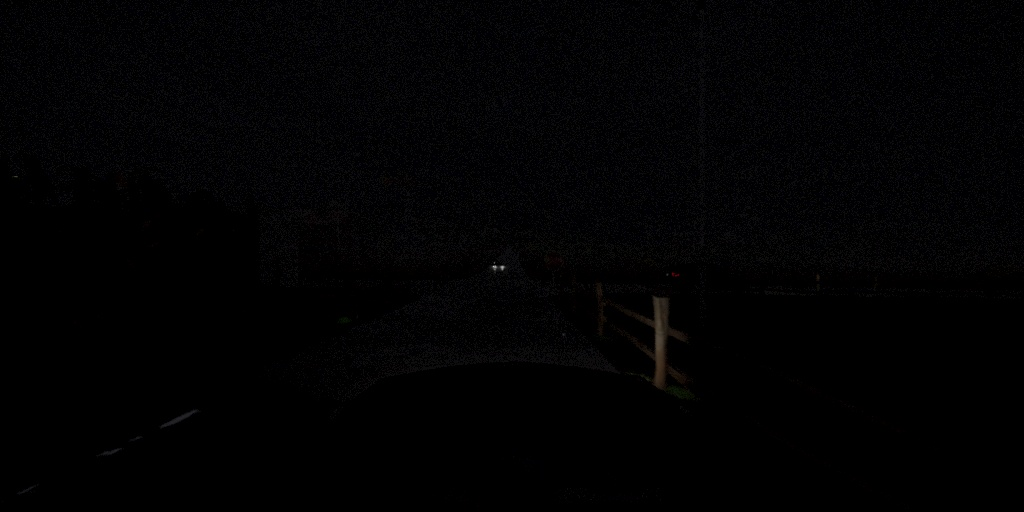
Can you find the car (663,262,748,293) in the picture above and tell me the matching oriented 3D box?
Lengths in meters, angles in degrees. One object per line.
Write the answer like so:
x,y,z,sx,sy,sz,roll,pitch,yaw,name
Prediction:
13.975,1.491,26.056,5.566,2.045,2.150,1,1,0,car
